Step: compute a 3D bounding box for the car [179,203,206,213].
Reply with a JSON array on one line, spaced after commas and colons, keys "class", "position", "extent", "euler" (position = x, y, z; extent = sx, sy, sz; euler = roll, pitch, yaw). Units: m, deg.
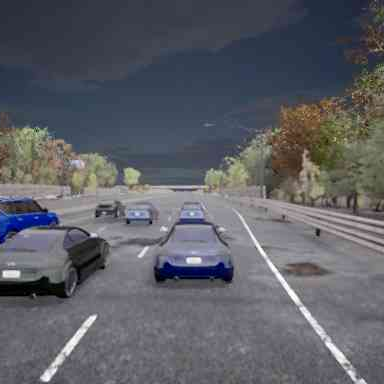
[{"class": "car", "position": [0.011, 1.470, 23.784], "extent": [2.033, 1.411, 5.357], "euler": [0, 0, 0]}]

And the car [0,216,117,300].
[{"class": "car", "position": [-3.455, 1.536, 8.390], "extent": [1.994, 1.385, 4.181], "euler": [0, 0, 0]}]

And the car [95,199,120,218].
[{"class": "car", "position": [-6.982, 1.414, 28.860], "extent": [1.837, 1.490, 4.892], "euler": [0, 0, 0]}]

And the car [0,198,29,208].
[{"class": "car", "position": [-24.687, 1.472, 46.140], "extent": [1.895, 1.301, 4.718], "euler": [0, 0, 0]}]

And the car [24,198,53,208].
[{"class": "car", "position": [-21.189, 1.471, 46.150], "extent": [1.895, 1.301, 4.718], "euler": [0, 0, 0]}]

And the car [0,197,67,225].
[{"class": "car", "position": [-6.945, 1.179, 12.513], "extent": [2.150, 2.045, 5.566], "euler": [0, 0, 0]}]

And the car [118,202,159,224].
[{"class": "car", "position": [-3.489, 1.471, 23.757], "extent": [2.033, 1.411, 5.357], "euler": [0, 0, 0]}]

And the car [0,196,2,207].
[{"class": "car", "position": [-28.154, 1.364, 45.036], "extent": [2.128, 1.511, 4.902], "euler": [0, 0, 0]}]

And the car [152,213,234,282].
[{"class": "car", "position": [0.048, 1.531, 9.634], "extent": [1.994, 1.385, 4.181], "euler": [0, 0, 0]}]

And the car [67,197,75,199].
[{"class": "car", "position": [-17.690, 1.393, 47.103], "extent": [1.812, 1.442, 4.674], "euler": [0, 0, 0]}]
